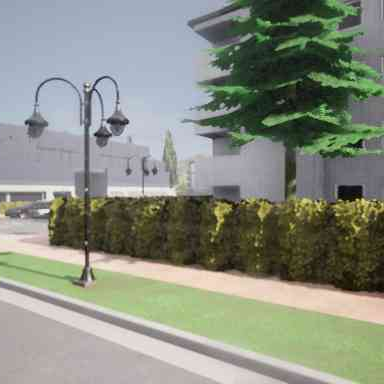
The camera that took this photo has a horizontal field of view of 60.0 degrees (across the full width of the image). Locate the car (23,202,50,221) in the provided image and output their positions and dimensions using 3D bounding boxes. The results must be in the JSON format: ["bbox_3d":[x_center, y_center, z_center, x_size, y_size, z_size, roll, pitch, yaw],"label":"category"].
[{"bbox_3d":[-11.952,1.755,29.444,1.895,1.301,4.718,0,0,35],"label":"car"}]

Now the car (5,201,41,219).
[{"bbox_3d":[-14.918,1.676,31.314,1.837,1.490,4.892,0,0,35],"label":"car"}]
